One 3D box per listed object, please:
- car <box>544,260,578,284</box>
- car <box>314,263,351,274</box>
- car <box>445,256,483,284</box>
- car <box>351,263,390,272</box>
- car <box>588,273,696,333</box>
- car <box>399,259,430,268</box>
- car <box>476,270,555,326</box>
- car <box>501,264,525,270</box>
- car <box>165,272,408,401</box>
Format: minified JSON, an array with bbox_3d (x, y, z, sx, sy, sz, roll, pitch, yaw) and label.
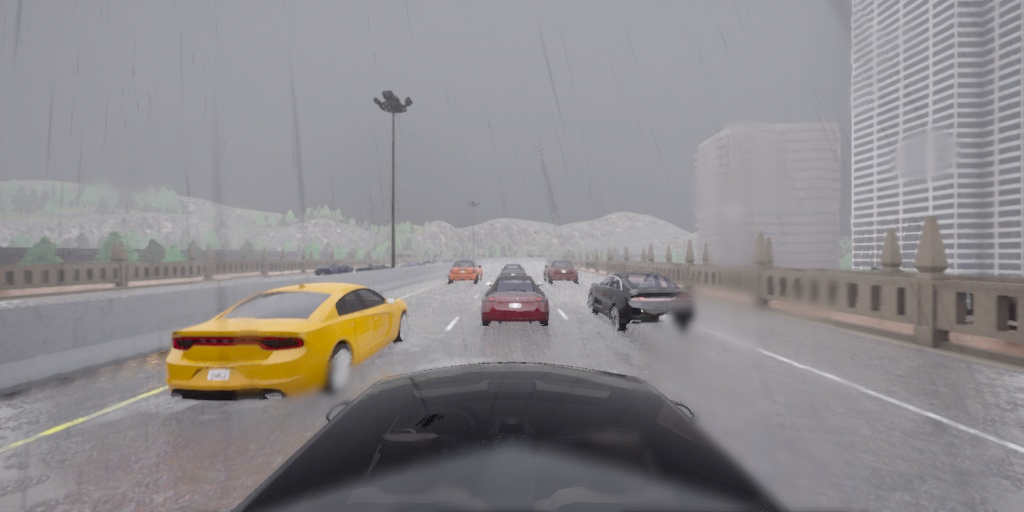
[{"bbox_3d":[3.589,1.101,26.959,2.097,1.767,4.553,0,0,0],"label":"car"},{"bbox_3d":[-17.610,1.354,35.685,1.895,1.301,4.718,0,0,0],"label":"car"},{"bbox_3d":[-3.412,1.102,27.059,2.097,1.767,4.553,0,0,0],"label":"car"},{"bbox_3d":[-14.111,1.353,36.486,1.895,1.301,4.718,0,0,0],"label":"car"},{"bbox_3d":[3.595,1.241,10.756,2.128,1.511,4.902,0,0,0],"label":"car"},{"bbox_3d":[-10.614,1.299,38.095,2.033,1.411,5.357,0,0,0],"label":"car"},{"bbox_3d":[0.094,1.314,11.742,1.994,1.385,4.181,0,0,0],"label":"car"},{"bbox_3d":[0.087,1.314,27.867,1.994,1.385,4.181,0,0,0],"label":"car"},{"bbox_3d":[-3.405,1.228,6.641,1.882,1.535,5.008,0,0,0],"label":"car"}]
